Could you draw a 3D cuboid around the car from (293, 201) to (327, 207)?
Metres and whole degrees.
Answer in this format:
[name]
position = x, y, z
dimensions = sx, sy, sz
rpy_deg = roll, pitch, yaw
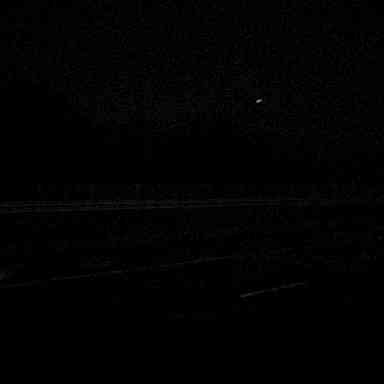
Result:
[car]
position = 9.186, 1.457, 26.465
dimensions = 4.674, 1.442, 1.812
rpy_deg = 0, 0, -31
